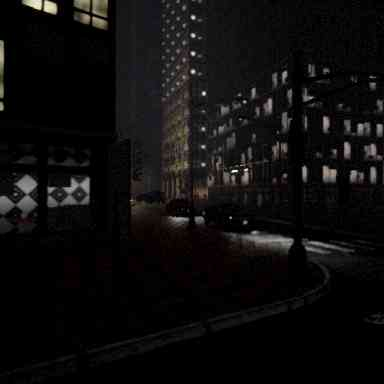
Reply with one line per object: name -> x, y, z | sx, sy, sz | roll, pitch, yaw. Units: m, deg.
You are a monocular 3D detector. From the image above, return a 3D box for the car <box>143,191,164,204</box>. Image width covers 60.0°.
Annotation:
car -> -5.853, 0.848, 53.573 | 2.150, 2.045, 5.566 | 0, 1, -18

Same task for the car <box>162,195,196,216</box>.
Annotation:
car -> -1.061, 1.367, 30.784 | 1.837, 1.490, 4.892 | 0, 1, -19

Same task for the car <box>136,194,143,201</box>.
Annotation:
car -> -9.384, 1.075, 63.688 | 1.994, 1.385, 4.181 | 0, 1, -19

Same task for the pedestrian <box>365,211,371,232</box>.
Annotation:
pedestrian -> 9.558, 1.567, 18.077 | 0.500, 1.100, 0.500 | 1, 0, -19

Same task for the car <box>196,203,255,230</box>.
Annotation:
car -> 2.241, 1.461, 21.279 | 2.128, 1.511, 4.902 | 0, 1, -19
